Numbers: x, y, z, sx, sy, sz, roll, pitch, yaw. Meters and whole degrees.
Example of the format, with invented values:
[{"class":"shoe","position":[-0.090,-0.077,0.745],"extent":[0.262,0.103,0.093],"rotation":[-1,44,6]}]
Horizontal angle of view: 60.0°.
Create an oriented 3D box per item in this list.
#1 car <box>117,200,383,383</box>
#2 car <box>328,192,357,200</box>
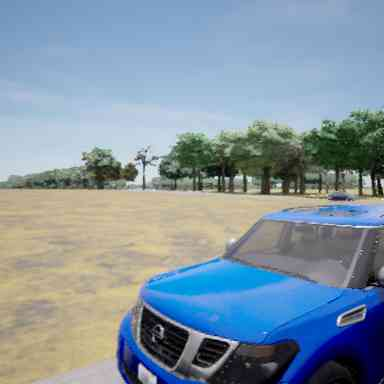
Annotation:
[{"class":"car","position":[1.874,1.227,4.407],"extent":[5.566,2.045,2.150],"rotation":[0,0,-35]},{"class":"car","position":[25.979,0.777,57.302],"extent":[2.097,1.767,4.553],"rotation":[0,2,-36]}]
